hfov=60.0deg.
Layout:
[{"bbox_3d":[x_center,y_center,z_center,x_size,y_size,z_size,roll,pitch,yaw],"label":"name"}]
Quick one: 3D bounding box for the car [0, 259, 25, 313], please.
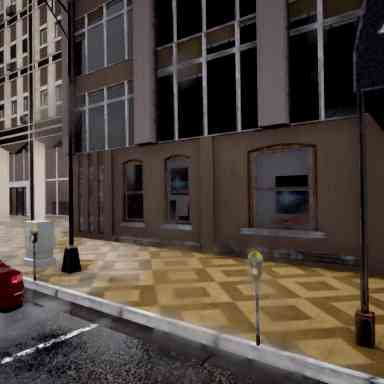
[{"bbox_3d":[-4.803,1.584,6.322,4.206,1.307,1.802,0,-1,36],"label":"car"}]
